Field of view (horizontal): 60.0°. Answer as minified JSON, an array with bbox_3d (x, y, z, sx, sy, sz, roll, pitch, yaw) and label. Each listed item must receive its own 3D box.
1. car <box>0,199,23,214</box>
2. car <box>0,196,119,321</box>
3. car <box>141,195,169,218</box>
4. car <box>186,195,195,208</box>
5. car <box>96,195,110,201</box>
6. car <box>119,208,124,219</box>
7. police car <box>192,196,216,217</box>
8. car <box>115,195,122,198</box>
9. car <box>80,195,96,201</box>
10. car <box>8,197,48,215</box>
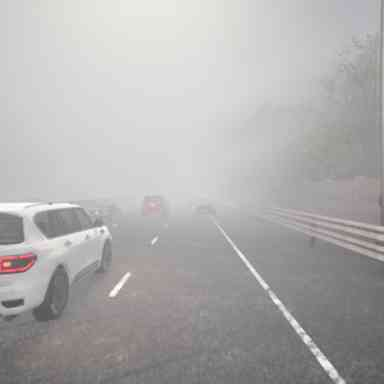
[{"bbox_3d":[-21.073,1.561,37.207,1.837,1.490,4.892,0,0,0],"label":"car"},{"bbox_3d":[-3.402,1.228,7.425,2.150,2.045,5.566,0,0,0],"label":"car"},{"bbox_3d":[-3.394,1.263,31.290,2.150,2.045,5.566,0,0,0],"label":"car"},{"bbox_3d":[0.018,1.638,51.404,2.033,1.411,5.357,0,0,0],"label":"car"},{"bbox_3d":[-20.974,1.424,78.638,2.128,1.511,4.902,0,0,0],"label":"car"},{"bbox_3d":[-6.894,1.579,26.671,2.033,1.411,5.357,0,0,0],"label":"car"},{"bbox_3d":[1.236,1.469,32.000,1.930,1.638,5.238,0,0,0],"label":"police car"},{"bbox_3d":[-17.474,1.434,78.222,1.837,1.490,4.892,0,0,0],"label":"car"},{"bbox_3d":[-24.474,1.438,78.640,2.033,1.411,5.357,0,0,0],"label":"car"},{"bbox_3d":[-17.579,1.404,35.878,2.097,1.767,4.553,0,0,0],"label":"car"}]
